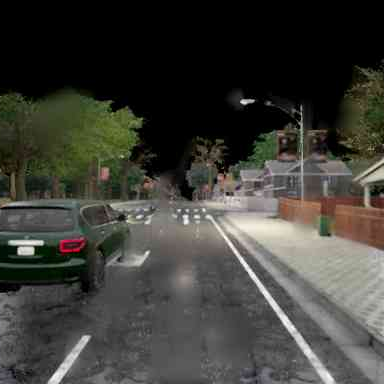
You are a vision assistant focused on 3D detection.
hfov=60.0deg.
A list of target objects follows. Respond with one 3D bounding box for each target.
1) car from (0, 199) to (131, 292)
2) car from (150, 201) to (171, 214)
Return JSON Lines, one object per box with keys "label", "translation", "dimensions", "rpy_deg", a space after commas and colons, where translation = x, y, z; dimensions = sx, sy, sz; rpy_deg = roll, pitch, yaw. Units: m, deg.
{"label": "car", "translation": [-3.150, 1.204, 8.989], "dimensions": [2.150, 2.045, 5.566], "rpy_deg": [0, 0, 0]}
{"label": "car", "translation": [-3.157, 1.558, 34.345], "dimensions": [1.895, 1.301, 4.718], "rpy_deg": [0, -2, 0]}
